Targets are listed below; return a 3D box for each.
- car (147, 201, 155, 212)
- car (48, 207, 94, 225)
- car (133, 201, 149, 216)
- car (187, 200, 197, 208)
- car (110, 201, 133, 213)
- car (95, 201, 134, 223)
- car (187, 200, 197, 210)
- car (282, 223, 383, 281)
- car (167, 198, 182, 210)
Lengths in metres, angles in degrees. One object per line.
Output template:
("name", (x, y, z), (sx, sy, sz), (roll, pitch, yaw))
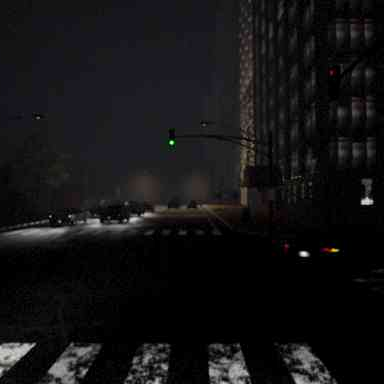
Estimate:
("car", (-6.477, 2.093, 48.469), (2.128, 1.511, 4.902), (0, -1, 0))
("car", (-9.829, 1.913, 26.941), (1.895, 1.301, 4.718), (0, -1, 0))
("car", (-6.546, 2.055, 37.998), (1.895, 1.301, 4.718), (0, -1, 1))
("car", (0.032, 2.377, 67.589), (1.882, 1.535, 5.008), (0, -1, 0))
("car", (-9.738, 2.059, 46.138), (2.128, 1.511, 4.902), (0, -1, 0))
("car", (-6.573, 1.839, 28.743), (1.837, 1.490, 4.892), (0, -1, 0))
("car", (0.027, 2.281, 57.169), (2.033, 1.411, 5.357), (0, -1, 0))
("car", (4.681, 1.617, 9.935), (4.181, 1.385, 1.994), (0, -3, -33))
("car", (-3.223, 2.211, 57.171), (1.882, 1.535, 5.008), (0, -1, 0))
